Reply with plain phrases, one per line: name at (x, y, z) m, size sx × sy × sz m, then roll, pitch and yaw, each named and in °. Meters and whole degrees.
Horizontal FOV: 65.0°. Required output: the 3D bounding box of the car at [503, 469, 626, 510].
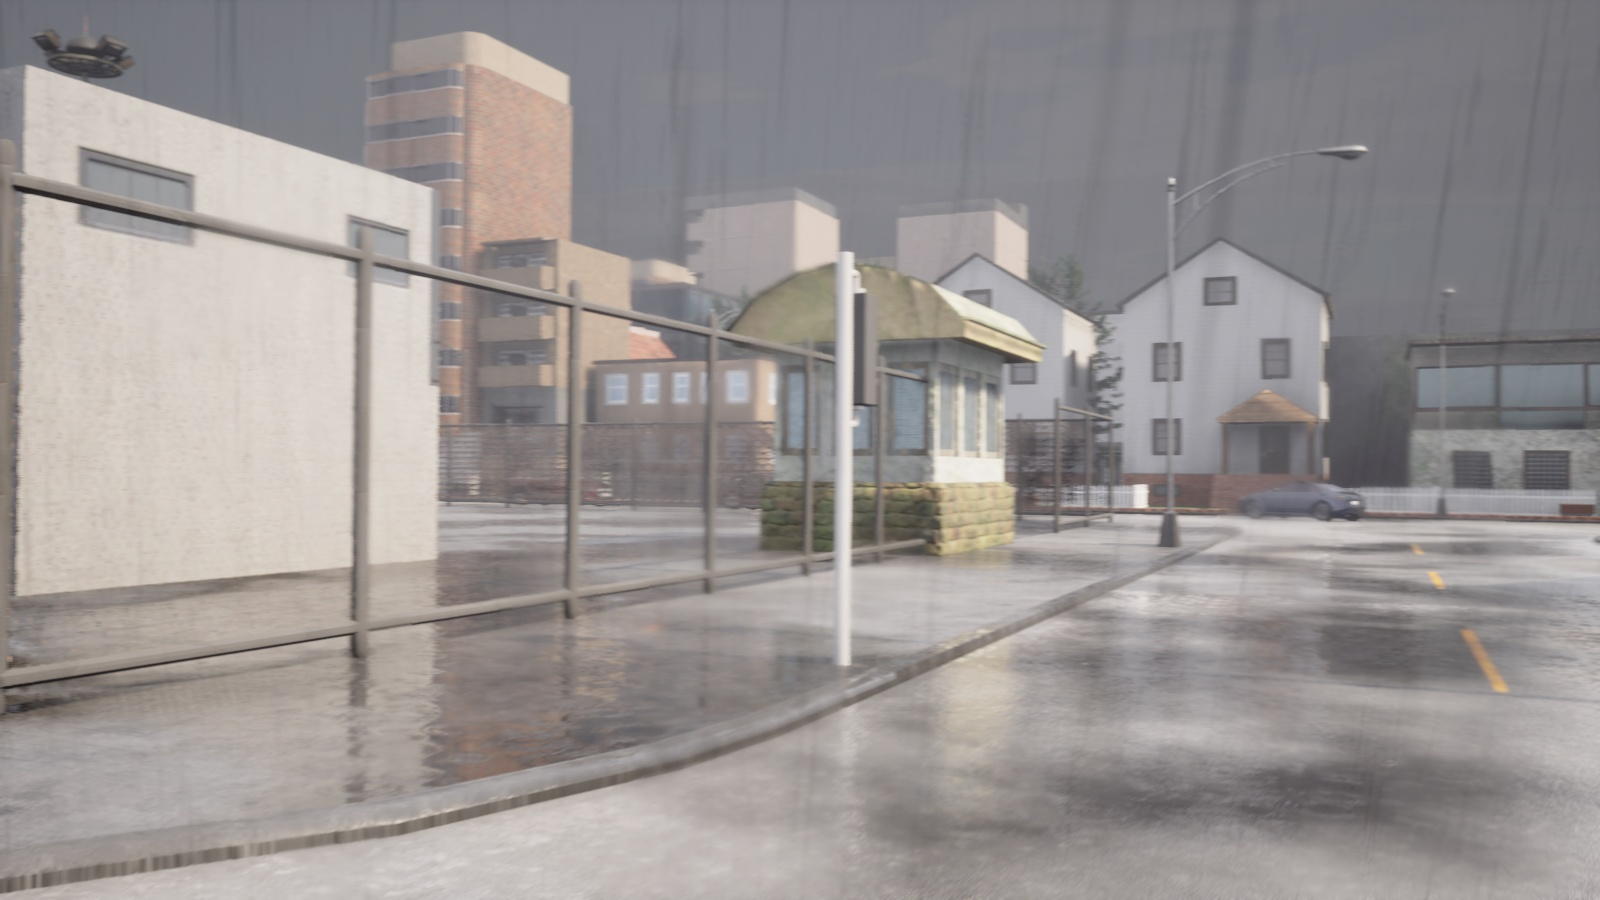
car at (-9.961, 1.639, 52.999) m, size 4.856 × 1.649 × 2.033 m, roll 0°, pitch -1°, yaw 26°

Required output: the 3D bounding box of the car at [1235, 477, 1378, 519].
car at (17.605, 1.628, 43.800) m, size 1.994 × 1.385 × 4.181 m, roll 1°, pitch -1°, yaw -37°

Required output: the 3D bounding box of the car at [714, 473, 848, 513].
car at (-0.748, 1.646, 48.770) m, size 4.892 × 1.490 × 1.837 m, roll 0°, pitch -1°, yaw 27°
